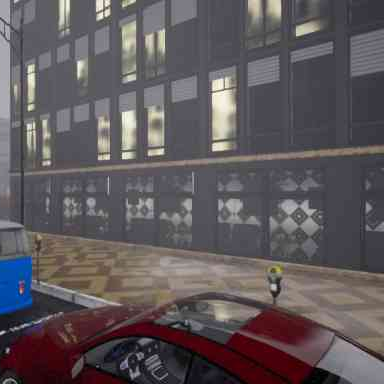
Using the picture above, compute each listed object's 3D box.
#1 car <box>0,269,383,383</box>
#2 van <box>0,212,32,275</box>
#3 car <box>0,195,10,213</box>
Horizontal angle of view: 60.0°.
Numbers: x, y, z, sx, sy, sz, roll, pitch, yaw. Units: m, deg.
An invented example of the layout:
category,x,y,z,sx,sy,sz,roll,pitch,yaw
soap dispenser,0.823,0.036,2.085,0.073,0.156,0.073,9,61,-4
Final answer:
category,x,y,z,sx,sy,sz,roll,pitch,yaw
car,0.000,1.582,2.836,4.206,1.307,1.802,0,0,35
van,-4.633,1.342,6.138,3.998,1.788,1.690,0,0,35
car,-14.535,1.357,28.246,2.192,1.841,5.009,-1,-1,35
